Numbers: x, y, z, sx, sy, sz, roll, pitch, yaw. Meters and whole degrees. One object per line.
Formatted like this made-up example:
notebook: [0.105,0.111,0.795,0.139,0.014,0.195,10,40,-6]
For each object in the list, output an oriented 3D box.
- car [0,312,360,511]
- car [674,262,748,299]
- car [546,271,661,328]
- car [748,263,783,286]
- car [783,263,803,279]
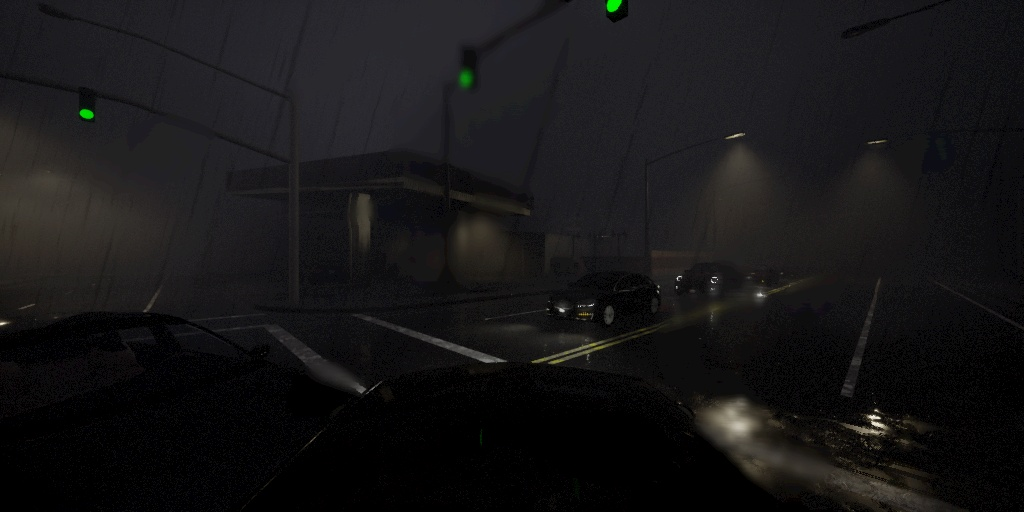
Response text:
car: [-3.365,1.242,2.751,4.902,1.511,2.128,0,0,16]
car: [10.114,1.102,18.329,4.553,1.767,2.097,0,0,-44]
car: [3.129,1.255,11.632,4.892,1.490,1.837,0,0,-44]
car: [17.188,1.314,25.089,4.181,1.385,1.994,0,0,-45]
car: [24.471,1.314,31.987,4.181,1.385,1.994,0,0,-43]
